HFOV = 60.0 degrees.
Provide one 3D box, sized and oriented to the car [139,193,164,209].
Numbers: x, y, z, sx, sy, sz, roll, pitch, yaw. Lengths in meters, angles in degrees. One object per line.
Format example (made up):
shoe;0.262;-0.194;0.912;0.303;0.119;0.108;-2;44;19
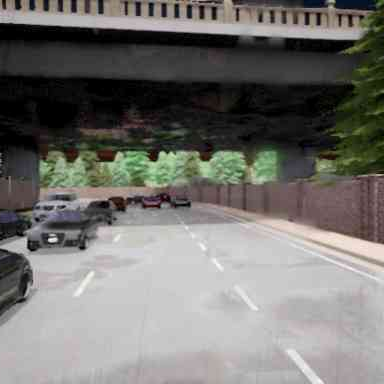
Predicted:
car;-4.652;1.163;37.661;1.994;1.385;4.181;-1;1;-11

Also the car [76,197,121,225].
car;-6.127;1.308;22.345;1.837;1.490;4.892;-1;1;-7

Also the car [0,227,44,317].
car;-4.115;1.555;5.223;1.994;1.385;4.181;-1;1;-7

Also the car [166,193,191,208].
car;-1.445;1.108;39.232;1.994;1.385;4.181;-1;1;-13

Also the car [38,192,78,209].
car;-9.956;1.035;25.025;2.150;2.045;5.566;-1;1;-7

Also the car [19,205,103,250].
car;-5.093;1.464;13.567;1.994;1.385;4.181;-1;1;-7

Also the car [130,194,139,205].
car;-7.997;1.022;47.466;1.837;1.490;4.892;-1;1;-30

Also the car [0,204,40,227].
car;-8.717;1.476;14.501;2.033;1.411;5.357;-1;1;-7

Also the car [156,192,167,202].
car;-4.843;0.813;48.983;2.097;1.767;4.553;-1;1;-30

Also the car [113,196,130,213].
car;-7.440;1.169;32.722;1.882;1.535;5.008;-1;1;-8
